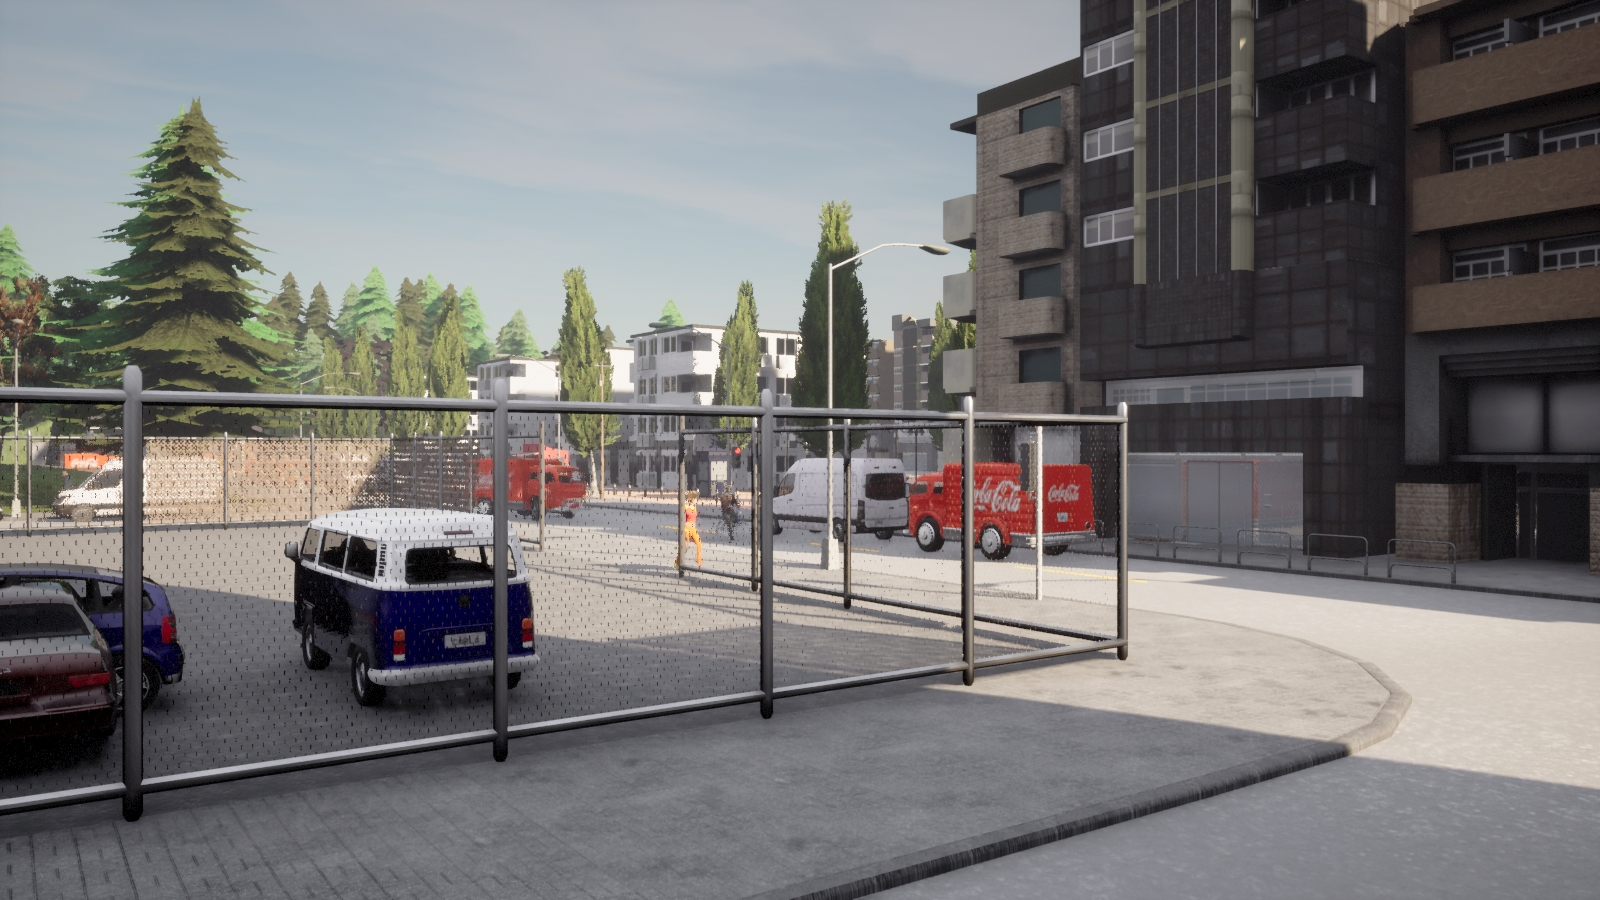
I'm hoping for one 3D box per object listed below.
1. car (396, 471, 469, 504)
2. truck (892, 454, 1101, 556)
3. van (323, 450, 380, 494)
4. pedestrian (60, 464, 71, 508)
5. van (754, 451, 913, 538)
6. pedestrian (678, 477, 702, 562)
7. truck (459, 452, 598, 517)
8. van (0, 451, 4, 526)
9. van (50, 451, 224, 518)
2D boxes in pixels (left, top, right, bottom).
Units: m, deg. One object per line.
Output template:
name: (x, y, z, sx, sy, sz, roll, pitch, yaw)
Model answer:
car: (-18.478, 1.842, 57.344, 2.231, 1.480, 4.892, 0, 0, -33)
truck: (5.157, 1.349, 30.740, 2.627, 2.467, 5.204, 0, 0, -35)
van: (-27.847, 1.315, 70.789, 1.988, 2.561, 5.915, 0, 0, -35)
pedestrian: (-31.302, 1.527, 48.685, 0.375, 1.860, 0.375, 0, 0, -34)
van: (0.943, 1.314, 36.724, 1.988, 2.561, 5.915, 0, 0, -35)
pedestrian: (-2.423, 1.524, 25.222, 0.375, 1.860, 0.375, 0, 0, 44)
truck: (-11.096, 1.343, 46.657, 5.204, 2.467, 2.627, 0, -1, 33)
van: (-30.384, 1.314, 38.452, 5.915, 2.561, 1.988, 0, 0, -35)
van: (-26.497, 1.315, 45.738, 5.915, 2.561, 1.988, 0, 0, -33)
